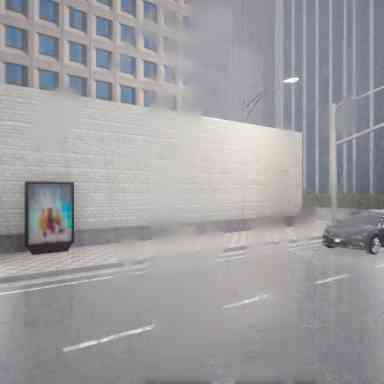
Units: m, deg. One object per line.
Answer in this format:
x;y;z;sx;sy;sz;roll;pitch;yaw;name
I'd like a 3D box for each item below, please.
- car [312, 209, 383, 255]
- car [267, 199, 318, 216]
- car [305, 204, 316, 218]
7.234;1.504;13.445;4.892;1.490;1.837;0;0;-35;car
10.417;1.547;34.837;2.128;1.511;4.902;0;0;-36;car
9.037;1.533;30.751;1.882;1.535;5.008;0;0;-36;car
